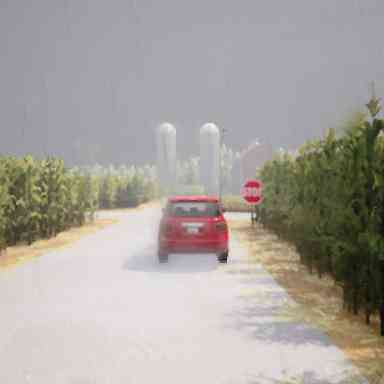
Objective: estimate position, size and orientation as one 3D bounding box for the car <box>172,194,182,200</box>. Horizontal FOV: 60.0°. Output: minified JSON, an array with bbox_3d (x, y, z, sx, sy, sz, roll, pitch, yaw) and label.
[{"bbox_3d":[-3.108,1.083,71.272,1.895,1.301,4.718,0,1,0],"label":"car"}]

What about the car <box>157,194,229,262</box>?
[{"bbox_3d":[0.050,1.154,11.880,2.150,2.045,5.566,0,0,0],"label":"car"}]

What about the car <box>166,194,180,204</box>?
[{"bbox_3d":[-3.165,1.132,56.271,1.882,1.535,5.008,0,0,0],"label":"car"}]
